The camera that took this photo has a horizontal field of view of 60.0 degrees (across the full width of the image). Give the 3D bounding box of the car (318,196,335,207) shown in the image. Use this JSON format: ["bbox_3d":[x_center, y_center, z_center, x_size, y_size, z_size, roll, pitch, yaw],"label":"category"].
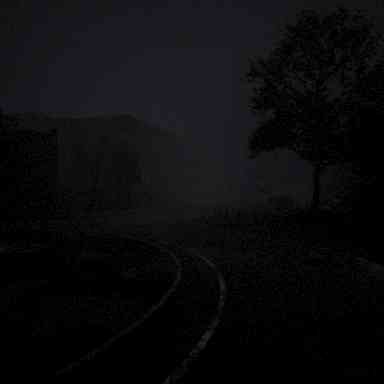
[{"bbox_3d":[21.650,1.766,54.356,1.895,1.301,4.718,0,0,18],"label":"car"}]

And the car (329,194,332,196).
[{"bbox_3d":[31.640,1.501,69.472,5.566,2.045,2.435,0,0,18],"label":"car"}]

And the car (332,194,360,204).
[{"bbox_3d":[29.830,1.594,63.983,4.553,1.767,2.185,0,1,18],"label":"car"}]

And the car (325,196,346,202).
[{"bbox_3d":[36.860,1.833,85.459,4.792,1.488,2.163,0,0,18],"label":"car"}]

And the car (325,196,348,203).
[{"bbox_3d":[35.959,1.795,82.783,5.008,1.535,2.097,0,0,18],"label":"car"}]

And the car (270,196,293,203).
[{"bbox_3d":[20.501,1.719,75.819,5.008,1.535,2.097,0,0,18],"label":"car"}]

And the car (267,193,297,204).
[{"bbox_3d":[18.742,1.445,70.448,5.566,2.045,2.435,0,0,18],"label":"car"}]

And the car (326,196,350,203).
[{"bbox_3d":[35.091,1.788,80.096,5.008,1.535,2.097,0,0,18],"label":"car"}]

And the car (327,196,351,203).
[{"bbox_3d":[34.224,1.781,77.408,4.892,1.521,2.231,0,0,18],"label":"car"}]

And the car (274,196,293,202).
[{"bbox_3d":[23.114,1.785,83.883,4.674,1.452,2.002,0,0,18],"label":"car"}]

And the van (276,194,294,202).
[{"bbox_3d":[24.961,1.535,89.226,4.442,1.987,1.878,0,0,18],"label":"van"}]

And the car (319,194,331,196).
[{"bbox_3d":[24.439,1.710,63.057,2.128,1.511,4.902,0,0,18],"label":"car"}]

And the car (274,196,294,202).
[{"bbox_3d":[23.953,1.782,86.581,4.792,1.488,2.163,0,0,18],"label":"car"}]

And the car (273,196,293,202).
[{"bbox_3d":[22.240,1.777,81.195,4.674,1.452,2.002,0,0,18],"label":"car"}]
